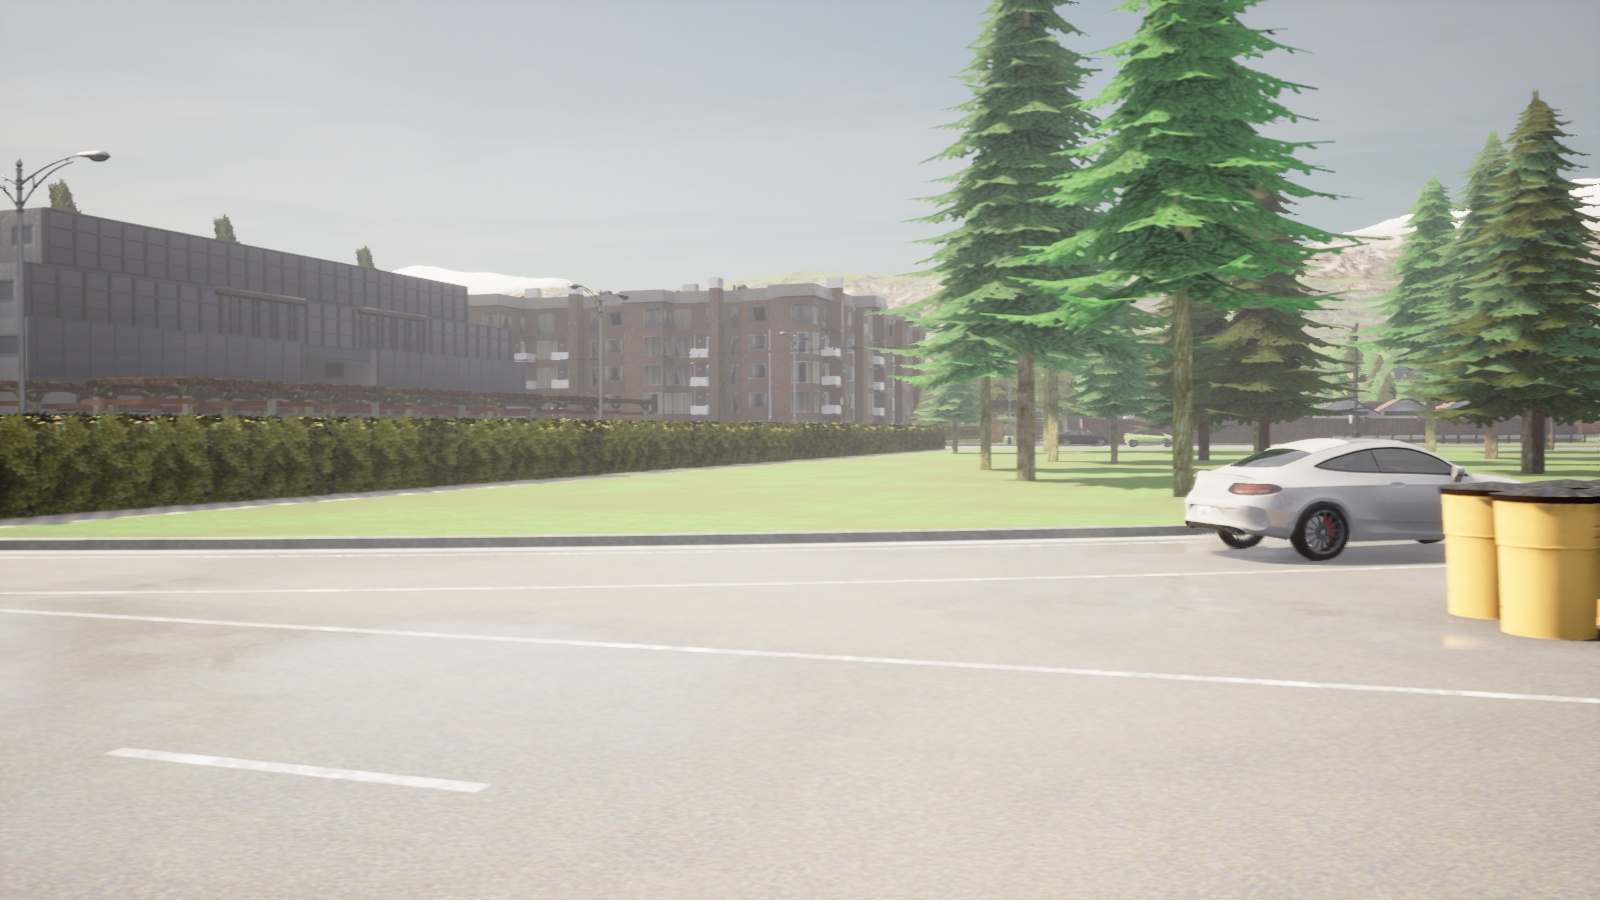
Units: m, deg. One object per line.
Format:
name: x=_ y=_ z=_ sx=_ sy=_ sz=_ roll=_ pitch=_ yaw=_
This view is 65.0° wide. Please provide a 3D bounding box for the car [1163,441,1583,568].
car: x=7.173 y=0.626 z=15.850 sx=4.674 sy=1.442 sz=1.812 roll=0 pitch=1 yaw=-13
